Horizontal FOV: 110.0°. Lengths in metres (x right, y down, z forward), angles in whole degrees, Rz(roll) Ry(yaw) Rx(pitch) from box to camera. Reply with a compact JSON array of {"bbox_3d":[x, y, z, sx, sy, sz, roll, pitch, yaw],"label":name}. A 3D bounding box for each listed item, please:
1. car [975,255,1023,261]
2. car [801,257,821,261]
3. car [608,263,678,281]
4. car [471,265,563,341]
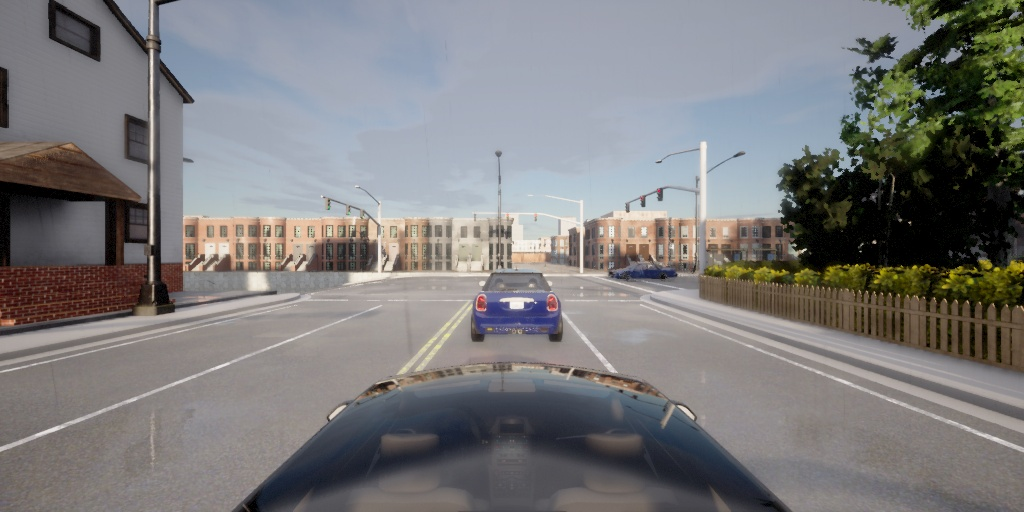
[{"bbox_3d":[40.272,0.969,29.743,5.566,2.045,2.150,0,0,-1],"label":"car"},{"bbox_3d":[25.554,0.975,29.734,5.566,2.045,2.150,0,0,0],"label":"car"},{"bbox_3d":[10.771,1.297,29.689,5.357,1.411,2.033,0,0,0],"label":"car"},{"bbox_3d":[0.108,1.102,9.994,2.097,1.767,4.553,0,0,0],"label":"car"}]
